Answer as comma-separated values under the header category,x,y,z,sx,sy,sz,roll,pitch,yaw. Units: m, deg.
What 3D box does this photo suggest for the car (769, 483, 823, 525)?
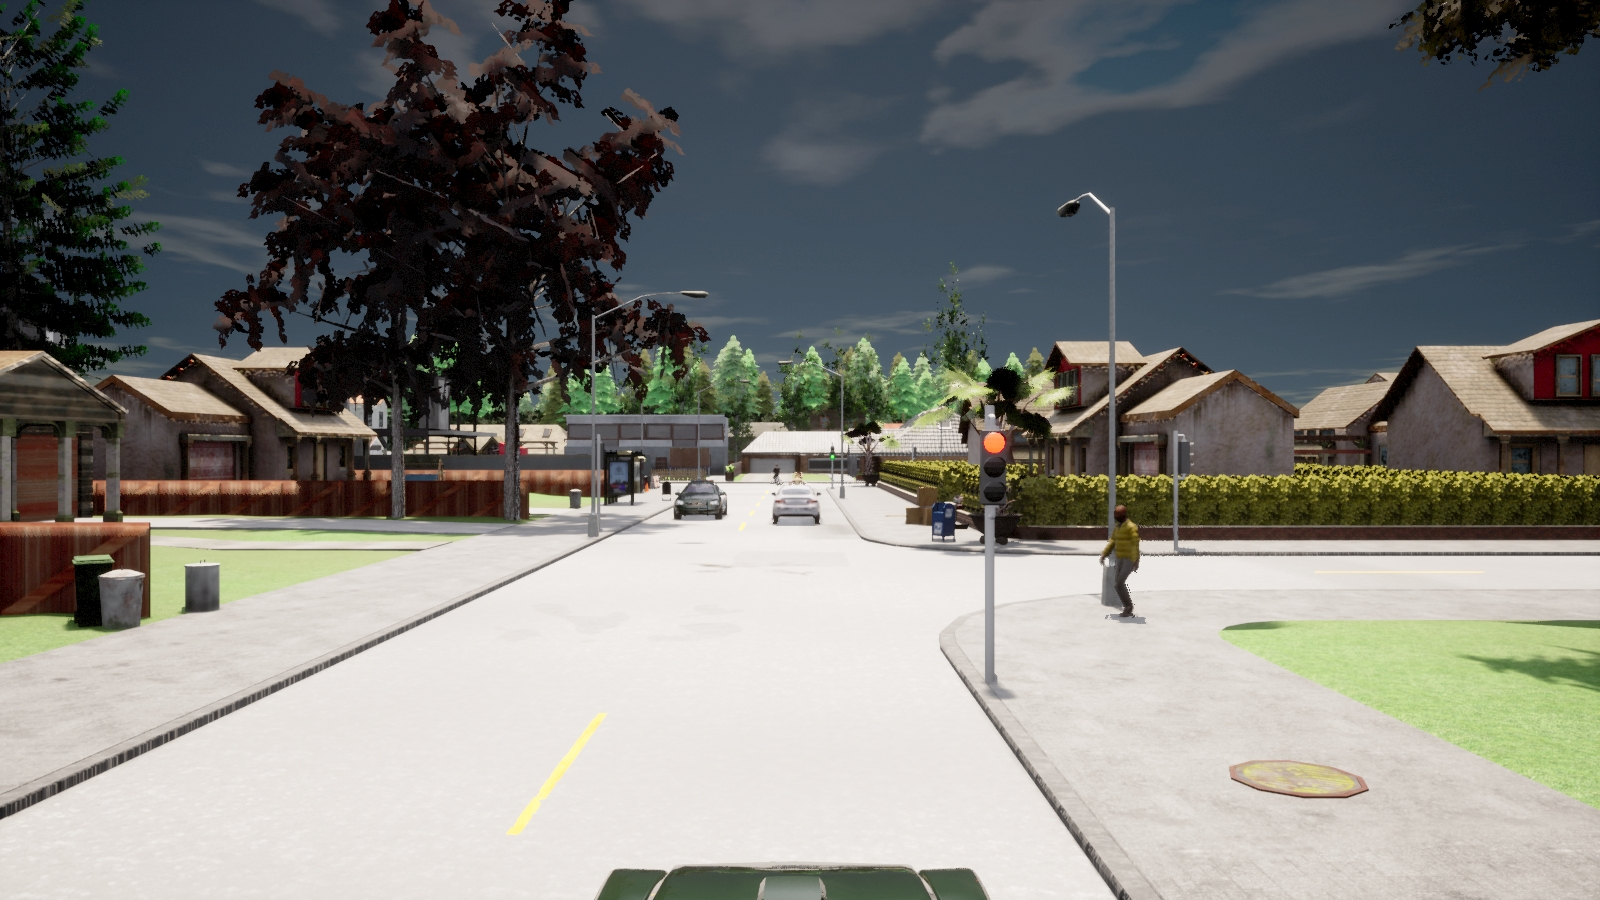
category,x,y,z,sx,sy,sz,roll,pitch,yaw
car,-0.144,2.081,45.149,2.002,1.442,4.674,0,0,0

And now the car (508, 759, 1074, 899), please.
category,x,y,z,sx,sy,sz,roll,pitch,yaw
car,-0.028,2.155,3.193,1.895,1.301,4.718,0,0,0

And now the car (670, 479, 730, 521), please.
category,x,y,z,sx,sy,sz,roll,pitch,yaw
car,-4.107,2.038,47.608,2.038,1.542,4.974,0,0,0

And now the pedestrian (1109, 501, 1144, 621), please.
category,x,y,z,sx,sy,sz,roll,pitch,yaw
pedestrian,5.176,1.743,18.123,0.375,1.860,0.375,0,0,-21
